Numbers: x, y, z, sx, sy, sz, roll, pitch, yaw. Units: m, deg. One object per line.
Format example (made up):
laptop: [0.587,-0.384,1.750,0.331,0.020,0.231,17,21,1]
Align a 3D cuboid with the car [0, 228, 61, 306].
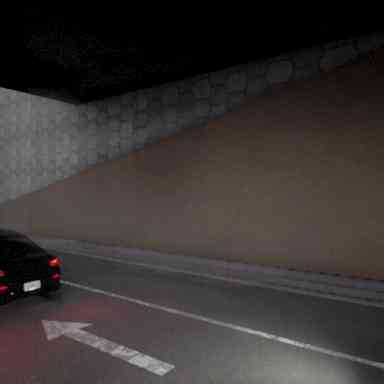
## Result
car: [-4.780,1.538,7.378,4.674,1.442,1.812,0,0,35]
